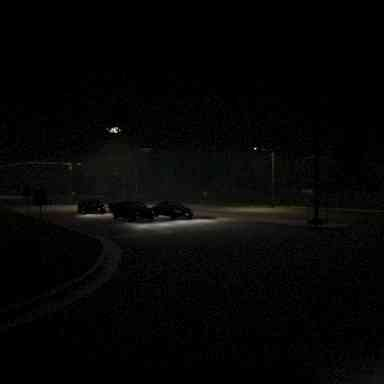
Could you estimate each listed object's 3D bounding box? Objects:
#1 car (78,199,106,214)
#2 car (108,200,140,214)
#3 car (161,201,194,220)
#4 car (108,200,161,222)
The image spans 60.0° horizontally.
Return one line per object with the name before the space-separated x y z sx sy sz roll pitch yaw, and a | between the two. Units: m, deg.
car | -10.722 1.502 35.427 1.837 1.490 4.892 0 0 -34
car | -7.680 1.597 37.176 1.895 1.301 4.718 0 0 -34
car | -1.744 1.523 28.633 1.812 1.442 4.674 0 0 -35
car | -4.764 1.475 26.822 1.882 1.535 5.008 0 0 -35
